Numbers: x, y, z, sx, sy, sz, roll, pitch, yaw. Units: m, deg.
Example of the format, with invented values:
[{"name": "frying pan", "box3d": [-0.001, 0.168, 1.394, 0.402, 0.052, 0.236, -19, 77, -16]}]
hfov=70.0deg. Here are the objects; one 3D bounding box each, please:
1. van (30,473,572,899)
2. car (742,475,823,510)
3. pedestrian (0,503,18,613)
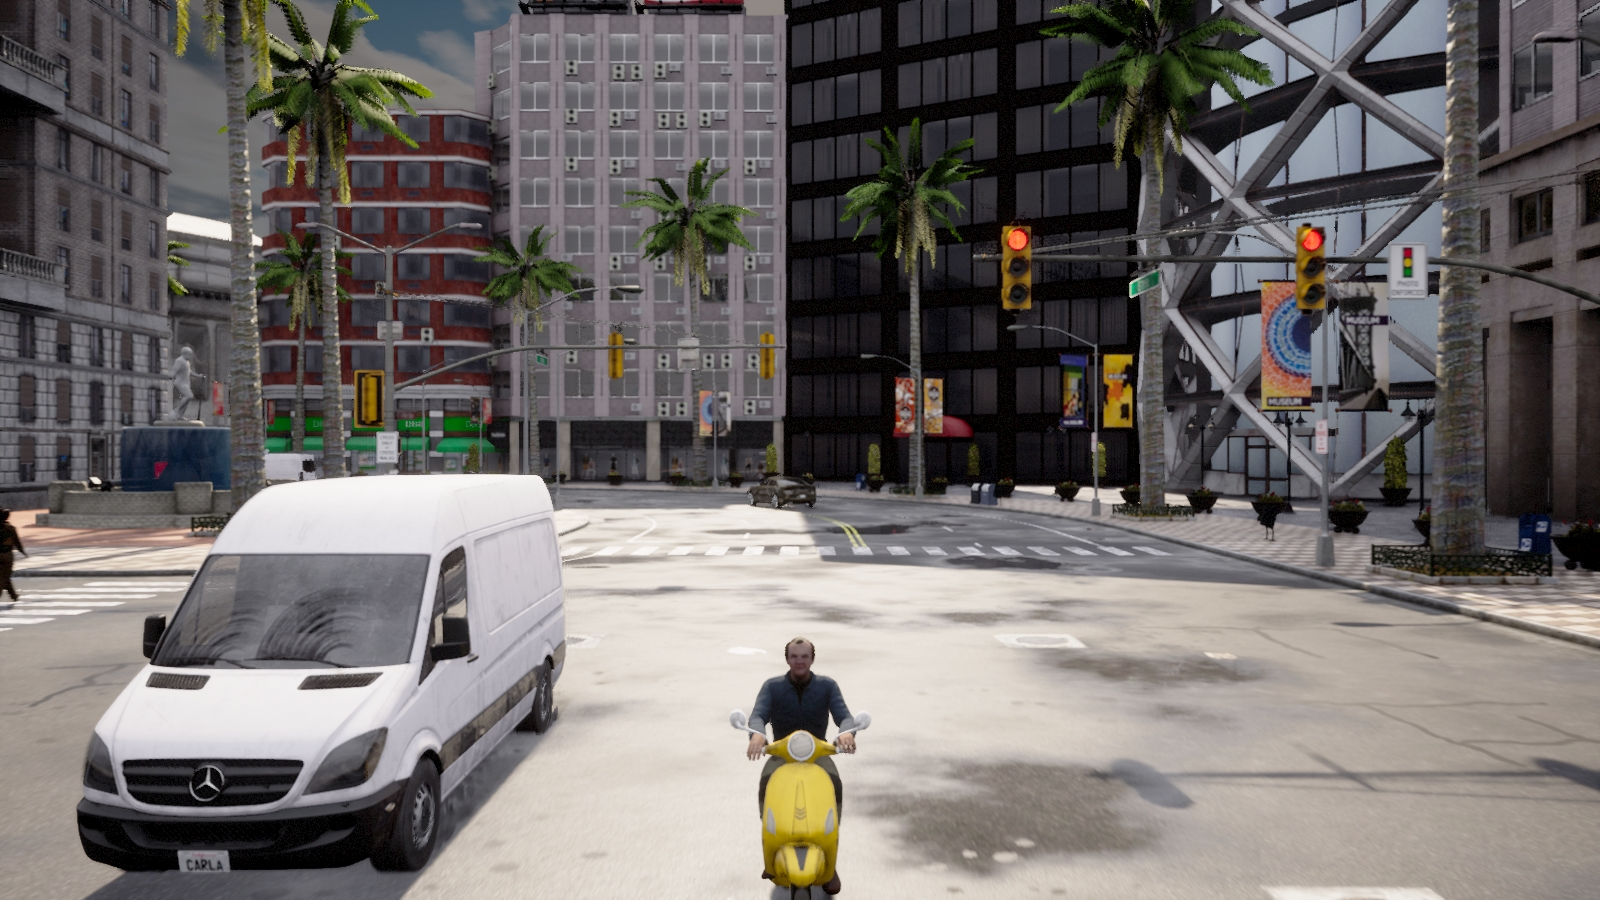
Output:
[{"name": "van", "box3d": [-3.502, 1.534, 9.627, 1.988, 2.561, 5.915, 0, 0, 0]}, {"name": "car", "box3d": [-0.938, 2.034, 55.942, 2.097, 1.535, 5.006, 0, 0, -25]}, {"name": "pedestrian", "box3d": [-13.774, 1.848, 19.695, 0.375, 1.860, 0.375, 0, 0, -9]}]
